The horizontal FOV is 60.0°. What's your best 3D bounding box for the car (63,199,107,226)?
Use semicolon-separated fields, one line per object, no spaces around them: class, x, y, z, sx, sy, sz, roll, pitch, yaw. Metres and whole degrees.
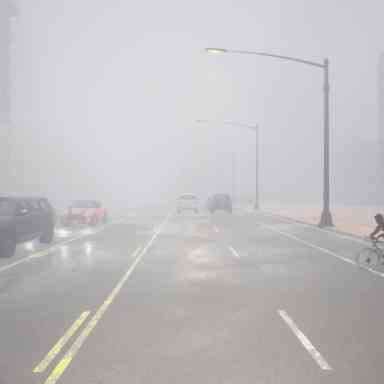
car;-7.462;1.350;23.378;2.097;1.767;4.553;0;0;-1

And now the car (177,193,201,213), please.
car;-0.501;1.221;36.895;2.150;2.045;5.566;0;0;-1

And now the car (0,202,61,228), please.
car;-10.896;1.505;22.913;1.837;1.490;4.892;0;-1;0

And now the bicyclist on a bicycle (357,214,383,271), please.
bicyclist on a bicycle;5.459;1.445;9.422;1.656;1.620;0.582;-2;0;-1

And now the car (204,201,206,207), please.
car;2.805;1.544;46.747;2.033;1.411;5.357;0;0;-1

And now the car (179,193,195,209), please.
car;-0.683;1.218;47.536;2.150;2.045;5.566;0;0;-1

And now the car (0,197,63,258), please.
car;-7.295;1.222;13.035;2.150;2.045;5.566;0;0;-1

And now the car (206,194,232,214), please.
car;3.014;1.217;36.094;2.150;2.045;5.566;0;0;-1
